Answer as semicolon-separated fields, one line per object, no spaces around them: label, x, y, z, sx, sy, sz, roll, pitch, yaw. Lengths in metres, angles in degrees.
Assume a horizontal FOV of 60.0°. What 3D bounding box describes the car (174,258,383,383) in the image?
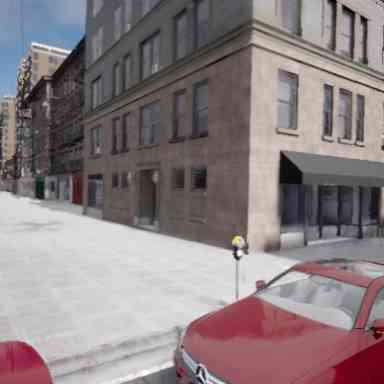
car;1.789;1.562;4.113;4.206;1.307;1.802;1;1;-34

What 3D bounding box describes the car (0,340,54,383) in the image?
car;-2.755;1.464;0.995;4.507;1.381;1.887;1;1;-34
